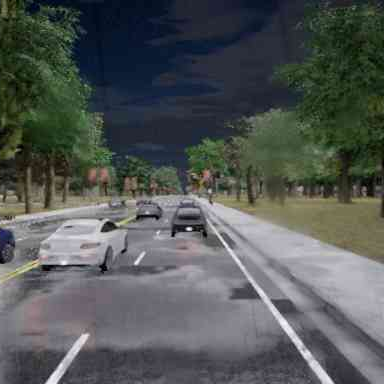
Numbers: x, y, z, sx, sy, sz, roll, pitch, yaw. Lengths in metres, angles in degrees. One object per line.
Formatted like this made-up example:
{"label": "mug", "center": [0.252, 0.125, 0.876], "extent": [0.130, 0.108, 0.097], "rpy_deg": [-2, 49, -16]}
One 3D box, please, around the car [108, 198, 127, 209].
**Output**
{"label": "car", "center": [-10.503, 1.578, 47.047], "extent": [2.128, 1.511, 4.902], "rpy_deg": [0, 0, 0]}

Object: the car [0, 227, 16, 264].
{"label": "car", "center": [-6.722, 1.569, 9.258], "extent": [1.812, 1.442, 4.674], "rpy_deg": [0, 0, -1]}

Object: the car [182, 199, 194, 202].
{"label": "car", "center": [-0.503, 1.548, 39.841], "extent": [1.812, 1.442, 4.674], "rpy_deg": [0, 0, -1]}

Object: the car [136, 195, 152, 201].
{"label": "car", "center": [-7.283, 1.231, 51.166], "extent": [2.097, 1.767, 4.553], "rpy_deg": [0, 0, -1]}

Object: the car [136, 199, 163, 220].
{"label": "car", "center": [-3.571, 1.597, 28.375], "extent": [1.994, 1.385, 4.181], "rpy_deg": [0, 0, -1]}

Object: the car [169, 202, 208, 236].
{"label": "car", "center": [-0.173, 1.515, 18.372], "extent": [1.837, 1.490, 4.892], "rpy_deg": [0, 0, -1]}

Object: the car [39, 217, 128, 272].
{"label": "car", "center": [-3.297, 1.549, 10.783], "extent": [1.812, 1.442, 4.674], "rpy_deg": [0, 0, -1]}
